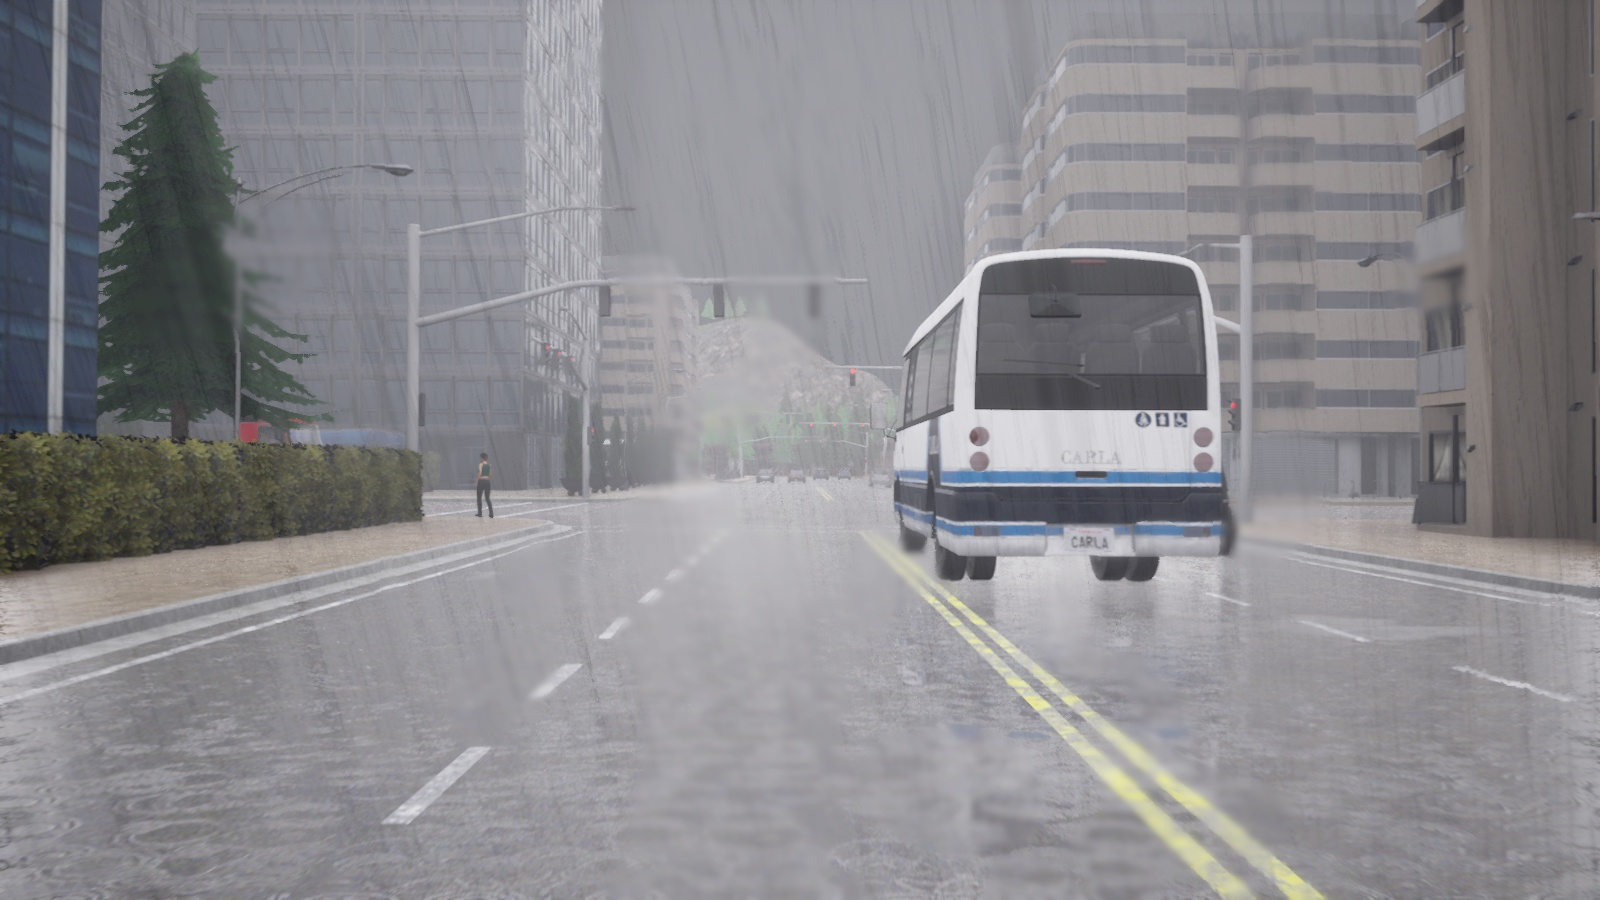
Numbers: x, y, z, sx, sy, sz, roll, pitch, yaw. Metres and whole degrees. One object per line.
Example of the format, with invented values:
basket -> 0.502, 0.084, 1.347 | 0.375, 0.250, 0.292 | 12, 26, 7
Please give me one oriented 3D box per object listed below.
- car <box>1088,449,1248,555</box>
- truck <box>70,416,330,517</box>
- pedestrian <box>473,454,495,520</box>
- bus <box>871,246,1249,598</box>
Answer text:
car -> 6.941, 0.947, 24.089 | 1.905, 1.878, 3.866 | 0, -1, 0
truck -> -21.335, 0.600, 44.990 | 7.936, 3.462, 2.891 | 0, -1, -1
pedestrian -> -8.875, 1.039, 35.296 | 0.594, 1.836, 0.345 | -1, -1, 44
bus -> 3.445, -0.268, 20.375 | 3.944, 4.253, 10.273 | 0, -1, 0
